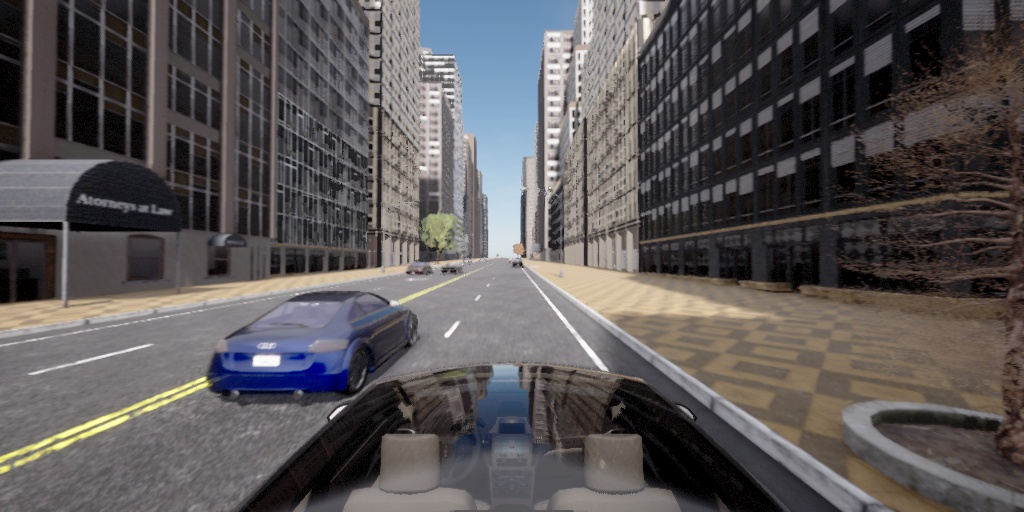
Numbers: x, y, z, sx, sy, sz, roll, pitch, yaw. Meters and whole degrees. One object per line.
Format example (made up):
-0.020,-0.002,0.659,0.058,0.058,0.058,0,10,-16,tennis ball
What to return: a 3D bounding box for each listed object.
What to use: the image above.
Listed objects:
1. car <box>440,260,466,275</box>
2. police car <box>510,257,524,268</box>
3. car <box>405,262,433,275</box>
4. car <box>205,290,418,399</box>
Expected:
-6.571,1.352,39.418,1.895,1.301,4.718,0,0,0,car
0.982,1.178,60.466,1.930,1.638,5.238,0,0,0,police car
-9.825,1.299,38.424,2.033,1.411,5.357,0,0,0,car
-3.150,1.314,6.609,1.994,1.385,4.181,0,0,0,car
